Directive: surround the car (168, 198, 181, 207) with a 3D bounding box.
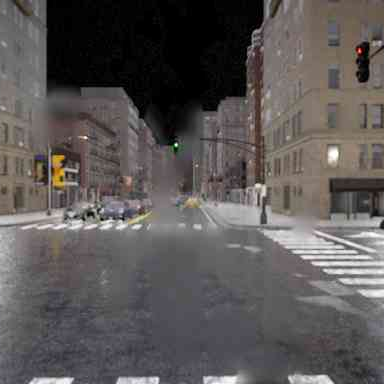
[{"bbox_3d":[-3.262,2.058,60.177,1.994,1.385,4.181,0,-1,0],"label":"car"}]

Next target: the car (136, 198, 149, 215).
[{"bbox_3d":[-6.599,1.644,38.206,2.097,1.767,4.553,0,0,0],"label":"car"}]

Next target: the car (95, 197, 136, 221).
[{"bbox_3d":[-6.599,1.571,29.271,2.097,1.767,4.553,0,0,0],"label":"car"}]

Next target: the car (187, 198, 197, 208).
[{"bbox_3d":[-0.012,1.968,59.795,1.882,1.535,5.008,0,-1,0],"label":"car"}]

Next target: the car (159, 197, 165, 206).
[{"bbox_3d":[-6.513,1.936,65.242,2.097,1.767,4.553,0,-1,0],"label":"car"}]

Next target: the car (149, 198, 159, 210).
[{"bbox_3d":[-6.598,1.741,49.183,2.097,1.767,4.553,0,-1,0],"label":"car"}]

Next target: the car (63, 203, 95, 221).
[{"bbox_3d":[-9.850,1.712,29.604,2.128,1.511,4.902,0,0,0],"label":"car"}]

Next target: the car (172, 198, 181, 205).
[{"bbox_3d":[-3.264,1.987,70.213,1.812,1.442,4.674,0,-1,0],"label":"car"}]

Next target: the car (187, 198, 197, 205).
[{"bbox_3d":[-0.014,1.988,70.213,2.128,1.511,4.902,0,-1,0],"label":"car"}]

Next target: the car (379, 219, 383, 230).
[{"bbox_3d":[12.546,1.635,17.986,4.181,1.385,1.994,0,0,0],"label":"car"}]

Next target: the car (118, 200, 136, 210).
[{"bbox_3d":[-9.853,1.931,50.974,1.812,1.442,4.674,0,-1,0],"label":"car"}]
